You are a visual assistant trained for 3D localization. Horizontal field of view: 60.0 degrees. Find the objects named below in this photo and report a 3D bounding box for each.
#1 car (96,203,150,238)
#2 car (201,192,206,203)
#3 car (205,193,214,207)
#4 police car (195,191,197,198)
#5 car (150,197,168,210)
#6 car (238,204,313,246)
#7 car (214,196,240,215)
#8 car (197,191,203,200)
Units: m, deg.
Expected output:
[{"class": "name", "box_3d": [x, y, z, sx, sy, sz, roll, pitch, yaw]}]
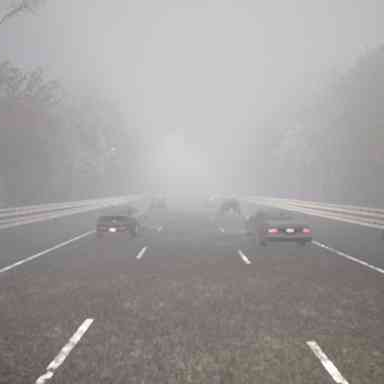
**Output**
[{"class": "car", "box_3d": [-3.470, 1.374, 16.901, 1.837, 1.490, 4.892, 0, 0, 0]}, {"class": "car", "box_3d": [2.901, 1.167, 54.278, 1.895, 1.301, 4.718, 0, 0, -1]}, {"class": "car", "box_3d": [3.117, 1.184, 43.213, 1.812, 1.442, 4.674, 0, 0, -1]}, {"class": "police car", "box_3d": [2.331, 0.805, 76.424, 1.930, 1.638, 5.238, 0, 0, -2]}, {"class": "car", "box_3d": [-3.688, 1.257, 36.950, 2.033, 1.411, 5.357, 0, 0, -1]}, {"class": "car", "box_3d": [3.547, 1.434, 14.603, 2.033, 1.411, 5.357, 0, 0, 0]}, {"class": "car", "box_3d": [3.391, 1.263, 30.980, 1.837, 1.490, 4.892, 0, 0, -1]}, {"class": "car", "box_3d": [2.640, 0.978, 65.312, 2.163, 1.488, 4.792, 0, 0, -1]}]
